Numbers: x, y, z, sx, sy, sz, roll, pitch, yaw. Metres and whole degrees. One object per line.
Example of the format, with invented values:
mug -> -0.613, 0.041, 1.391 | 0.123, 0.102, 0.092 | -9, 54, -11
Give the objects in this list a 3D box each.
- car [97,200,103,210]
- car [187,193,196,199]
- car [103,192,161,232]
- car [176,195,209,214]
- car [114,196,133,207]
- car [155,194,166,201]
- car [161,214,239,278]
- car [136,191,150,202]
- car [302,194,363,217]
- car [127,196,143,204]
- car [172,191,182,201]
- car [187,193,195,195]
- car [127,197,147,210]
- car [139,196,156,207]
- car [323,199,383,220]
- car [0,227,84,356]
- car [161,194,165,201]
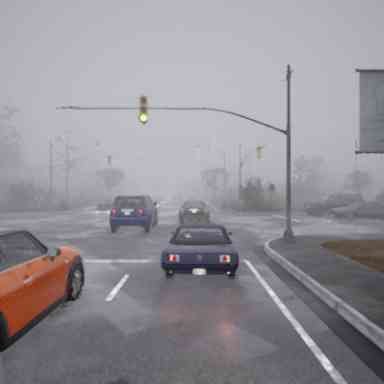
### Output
car -> -10.516, 1.547, 41.921 | 1.895, 1.301, 4.718 | 0, 0, 0
car -> -0.258, 1.032, 83.677 | 1.994, 1.385, 4.181 | 0, 1, -4
car -> -3.365, 1.196, 19.963 | 2.150, 2.045, 5.566 | 0, 0, 0
car -> 0.141, 1.320, 24.344 | 2.097, 1.767, 4.553 | 0, 0, 0
car -> -10.468, 1.407, 51.284 | 1.882, 1.535, 5.008 | 0, 0, 1
car -> -6.882, 1.203, 72.877 | 1.837, 1.490, 4.892 | 0, 1, 0
car -> 0.296, 1.589, 10.068 | 1.895, 1.301, 4.718 | 0, 0, 3
car -> -10.385, 0.941, 71.494 | 2.150, 2.045, 5.566 | 0, 1, 0
car -> 12.971, 1.179, 30.442 | 5.566, 2.045, 2.150 | 0, 0, -3
car -> -10.401, 1.413, 61.127 | 2.033, 1.411, 5.357 | 0, 1, 0
car -> -3.386, 1.212, 73.327 | 2.128, 1.511, 4.902 | 0, 1, 0
car -> 0.116, 1.220, 73.256 | 2.128, 1.511, 4.902 | 0, 1, 0
car -> -7.014, 1.470, 43.143 | 1.812, 1.442, 4.674 | 0, 0, 0
car -> -6.959, 1.403, 52.355 | 1.882, 1.535, 5.008 | 0, 0, 1
car -> 13.913, 1.509, 26.990 | 5.357, 1.411, 2.033 | 0, 0, -3
car -> -3.385, 1.348, 5.391 | 2.097, 1.767, 4.553 | 0, 0, 0
car -> -6.891, 1.344, 62.451 | 2.128, 1.511, 4.902 | 0, 1, 0
